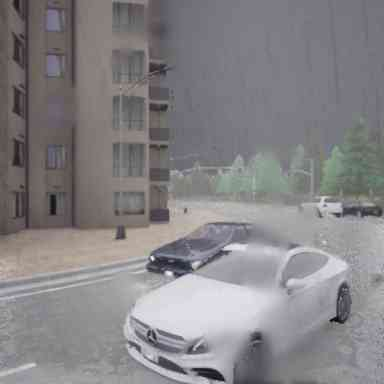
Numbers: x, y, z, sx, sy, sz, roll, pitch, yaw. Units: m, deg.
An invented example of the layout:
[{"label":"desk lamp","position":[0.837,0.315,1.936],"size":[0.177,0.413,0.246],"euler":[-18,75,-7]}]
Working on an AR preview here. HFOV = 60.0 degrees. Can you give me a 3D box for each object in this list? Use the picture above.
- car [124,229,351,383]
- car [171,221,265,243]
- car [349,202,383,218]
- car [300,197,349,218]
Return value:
[{"label":"car","position":[1.116,1.576,5.474],"size":[1.812,1.442,4.674],"euler":[0,0,43]},{"label":"car","position":[1.042,1.646,10.353],"size":[2.033,1.411,5.357],"euler":[-1,-1,37]},{"label":"car","position":[16.376,1.702,32.474],"size":[1.882,1.535,5.008],"euler":[0,-1,-5]},{"label":"car","position":[12.849,1.474,33.378],"size":[2.150,2.045,5.566],"euler":[0,-1,-7]}]
